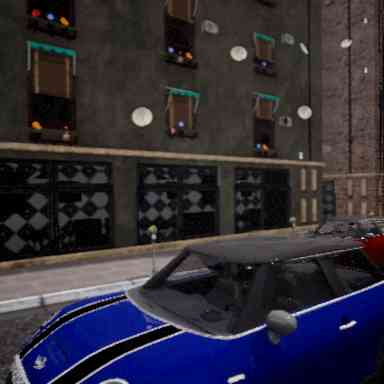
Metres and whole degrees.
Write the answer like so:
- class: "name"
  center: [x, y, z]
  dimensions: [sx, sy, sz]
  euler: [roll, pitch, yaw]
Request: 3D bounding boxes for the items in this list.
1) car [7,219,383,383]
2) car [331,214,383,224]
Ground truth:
- class: "car"
  center: [0.502, 1.363, 3.740]
  dimensions: [4.553, 1.767, 2.097]
  euler: [0, 0, -36]
- class: "car"
  center: [4.526, 1.481, 9.818]
  dimensions: [4.097, 1.590, 1.967]
  euler: [0, -1, -36]
